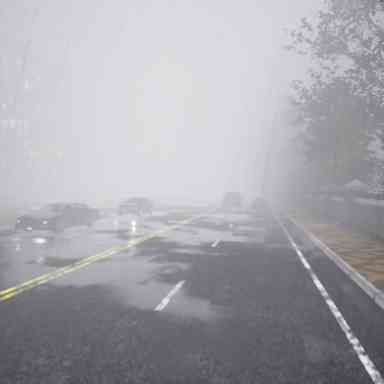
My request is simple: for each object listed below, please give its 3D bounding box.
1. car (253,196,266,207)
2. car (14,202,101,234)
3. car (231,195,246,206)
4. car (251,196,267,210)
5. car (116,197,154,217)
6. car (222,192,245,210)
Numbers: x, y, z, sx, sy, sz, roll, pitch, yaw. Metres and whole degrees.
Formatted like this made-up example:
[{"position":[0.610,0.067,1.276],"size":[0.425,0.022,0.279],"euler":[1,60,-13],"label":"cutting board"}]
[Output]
[{"position":[10.331,1.368,50.746],"size":[1.837,1.490,4.892],"euler":[2,1,11],"label":"car"},{"position":[-6.690,1.233,17.400],"size":[2.033,1.411,5.357],"euler":[2,0,12],"label":"car"},{"position":[7.344,1.320,52.379],"size":[2.033,1.411,5.357],"euler":[2,0,12],"label":"car"},{"position":[8.172,1.435,40.348],"size":[2.033,1.411,5.357],"euler":[2,0,12],"label":"car"},{"position":[-4.585,1.162,27.586],"size":[1.837,1.490,4.892],"euler":[2,1,12],"label":"car"},{"position":[4.991,1.023,40.895],"size":[2.150,2.045,5.566],"euler":[2,1,12],"label":"car"}]
